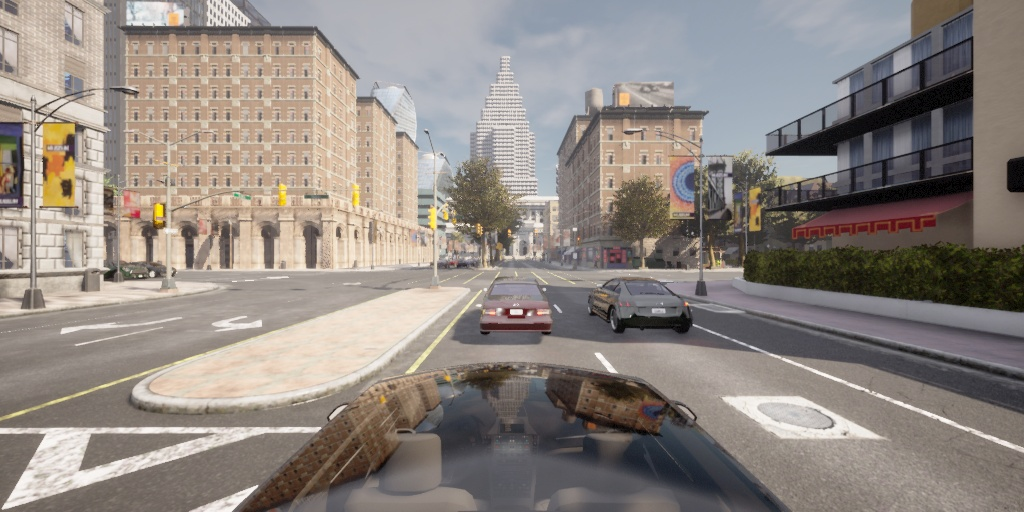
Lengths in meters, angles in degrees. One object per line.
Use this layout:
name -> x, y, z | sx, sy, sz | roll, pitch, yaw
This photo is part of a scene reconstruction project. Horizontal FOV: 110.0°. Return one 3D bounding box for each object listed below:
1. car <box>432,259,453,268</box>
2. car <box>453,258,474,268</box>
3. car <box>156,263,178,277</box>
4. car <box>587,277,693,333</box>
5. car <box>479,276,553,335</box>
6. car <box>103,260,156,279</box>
car -> -11.625, 1.268, 60.256 | 1.812, 1.442, 4.674 | 0, 0, 0
car -> -8.124, 1.343, 60.377 | 1.895, 1.301, 4.718 | 0, 0, 0
car -> -34.190, 1.250, 33.505 | 4.892, 1.490, 1.837 | 0, 0, 0
car -> 3.589, 1.313, 10.779 | 1.994, 1.385, 4.181 | 0, 0, 0
car -> 0.092, 1.296, 10.519 | 2.033, 1.411, 5.357 | 0, 0, 0
car -> -33.348, 1.098, 30.010 | 4.553, 1.767, 2.097 | 0, 0, 0
